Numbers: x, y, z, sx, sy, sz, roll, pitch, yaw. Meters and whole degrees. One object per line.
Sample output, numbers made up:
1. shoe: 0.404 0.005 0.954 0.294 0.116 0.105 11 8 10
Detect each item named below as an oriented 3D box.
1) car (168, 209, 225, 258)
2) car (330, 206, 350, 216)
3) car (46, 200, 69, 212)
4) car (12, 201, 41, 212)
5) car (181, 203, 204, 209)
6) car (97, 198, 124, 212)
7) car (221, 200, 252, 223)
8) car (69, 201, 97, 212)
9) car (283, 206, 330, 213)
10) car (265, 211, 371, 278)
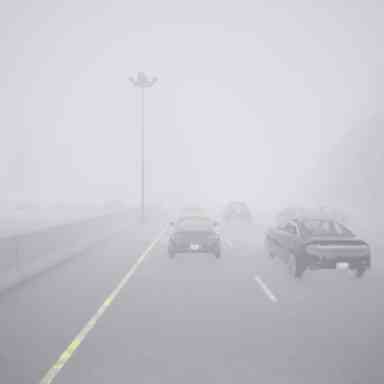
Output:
1. car: 0.080 1.612 13.027 1.812 1.442 4.674 0 0 0
2. car: 10.591 1.776 26.401 1.895 1.301 4.718 0 0 0
3. car: -17.557 1.839 44.549 2.033 1.411 5.357 0 0 1
4. car: -21.055 1.843 42.502 1.994 1.385 4.181 0 0 1
5. car: 0.090 1.672 29.525 1.882 1.535 5.008 0 0 0
6. car: -10.543 1.640 44.125 2.097 1.767 4.553 0 0 1
7. car: 3.591 1.535 27.679 2.097 1.767 4.553 0 0 0
8. car: -14.061 1.838 44.236 2.033 1.411 5.357 0 0 1
9. car: 7.093 1.697 22.548 2.033 1.411 5.357 0 0 0
10. car: 3.596 1.561 10.361 2.128 1.511 4.902 0 0 0
